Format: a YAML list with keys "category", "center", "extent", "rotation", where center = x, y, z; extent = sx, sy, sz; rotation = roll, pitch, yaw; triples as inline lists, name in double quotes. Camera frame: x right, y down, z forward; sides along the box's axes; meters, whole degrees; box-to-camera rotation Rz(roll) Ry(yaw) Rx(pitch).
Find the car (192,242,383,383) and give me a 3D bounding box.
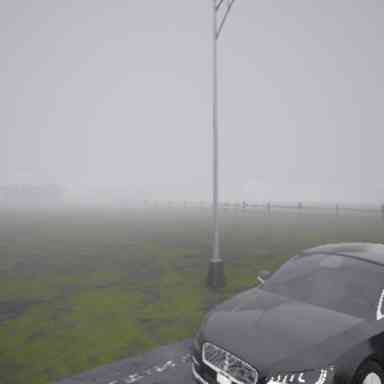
- category: "car"
  center: [2.236, 1.547, 4.622]
  extent: [4.892, 1.490, 1.837]
  rotation: [0, -1, -37]
